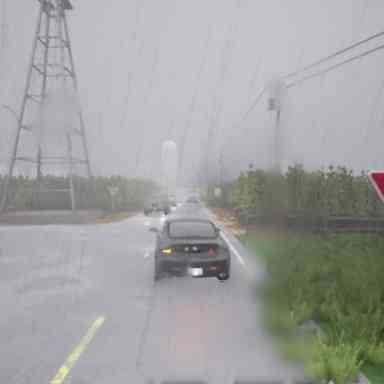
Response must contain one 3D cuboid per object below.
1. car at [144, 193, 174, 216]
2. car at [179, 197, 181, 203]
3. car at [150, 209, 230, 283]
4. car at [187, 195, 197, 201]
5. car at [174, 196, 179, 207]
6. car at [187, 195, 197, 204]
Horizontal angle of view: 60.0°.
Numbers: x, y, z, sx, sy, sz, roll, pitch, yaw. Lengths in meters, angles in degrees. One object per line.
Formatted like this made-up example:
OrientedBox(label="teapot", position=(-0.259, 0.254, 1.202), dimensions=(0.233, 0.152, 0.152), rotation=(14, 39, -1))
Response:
OrientedBox(label="car", position=(-3.293, 1.142, 32.319), dimensions=(2.150, 2.045, 5.566), rotation=(0, 0, 0))
OrientedBox(label="car", position=(-3.201, 1.447, 65.477), dimensions=(1.895, 1.301, 4.718), rotation=(0, 0, 0))
OrientedBox(label="car", position=(-0.162, 1.475, 9.662), dimensions=(1.837, 1.490, 4.892), rotation=(0, 0, -6))
OrientedBox(label="car", position=(-0.001, 1.252, 71.369), dimensions=(1.895, 1.301, 4.718), rotation=(0, 0, 0))
OrientedBox(label="car", position=(-3.278, 1.407, 48.340), dimensions=(1.812, 1.442, 4.674), rotation=(0, 0, 0))
OrientedBox(label="car", position=(-0.001, 1.413, 61.336), dimensions=(1.994, 1.385, 4.181), rotation=(0, 0, 0))
